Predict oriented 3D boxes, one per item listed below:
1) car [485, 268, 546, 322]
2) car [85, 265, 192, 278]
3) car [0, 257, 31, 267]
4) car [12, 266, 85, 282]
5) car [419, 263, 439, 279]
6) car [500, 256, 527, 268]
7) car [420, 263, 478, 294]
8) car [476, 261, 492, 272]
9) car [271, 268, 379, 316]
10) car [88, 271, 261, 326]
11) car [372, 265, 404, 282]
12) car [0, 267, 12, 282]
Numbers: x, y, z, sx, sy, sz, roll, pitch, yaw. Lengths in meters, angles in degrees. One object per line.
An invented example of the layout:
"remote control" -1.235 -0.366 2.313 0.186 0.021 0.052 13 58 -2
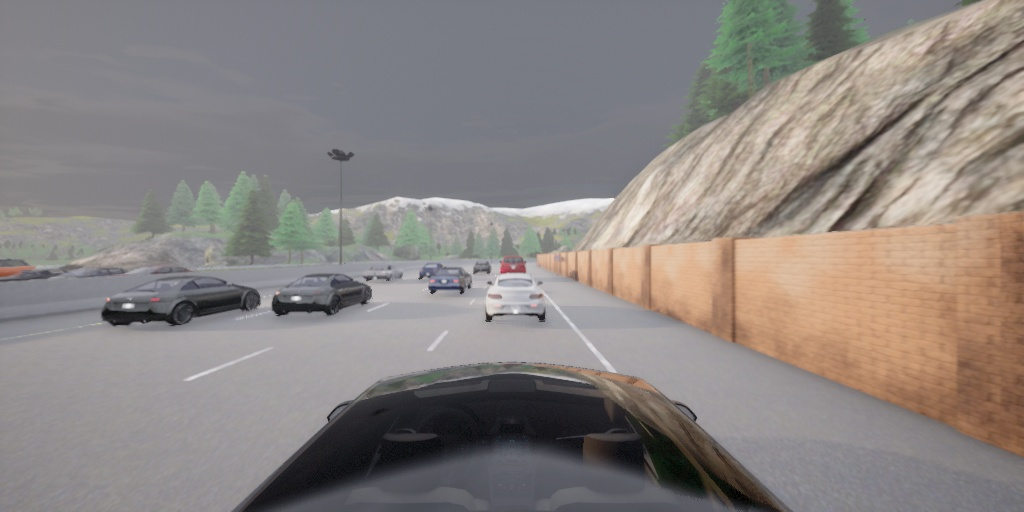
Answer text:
"car" 0.102 1.289 12.266 1.812 1.442 4.674 0 0 0
"car" -20.998 1.296 21.055 1.882 1.535 5.008 0 0 0
"car" -31.498 0.938 21.085 2.097 1.767 4.553 0 0 0
"car" -24.498 1.389 21.055 2.033 1.411 5.357 0 0 0
"car" -6.898 1.313 31.718 1.812 1.442 4.674 0 0 0
"car" 0.103 1.008 31.201 2.150 2.045 5.566 0 0 0
"car" -3.399 1.321 20.462 2.033 1.411 5.357 0 0 0
"car" -3.397 1.291 41.708 2.128 1.511 4.902 0 0 0
"car" -6.899 1.329 13.473 1.994 1.385 4.181 0 0 0
"car" -10.398 1.327 11.727 1.994 1.385 4.181 0 0 0
"car" -10.396 1.386 29.433 1.895 1.301 4.718 0 0 0
"car" -27.998 1.444 21.025 1.895 1.301 4.718 0 0 0
